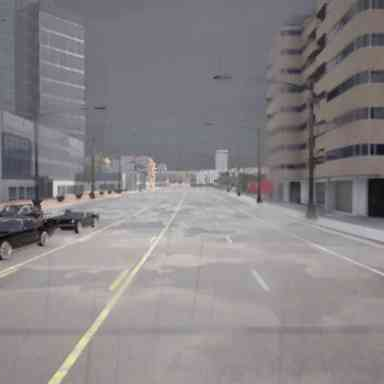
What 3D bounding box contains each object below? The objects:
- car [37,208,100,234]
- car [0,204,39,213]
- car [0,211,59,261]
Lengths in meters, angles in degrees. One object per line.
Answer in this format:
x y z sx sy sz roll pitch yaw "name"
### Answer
-6.997 1.611 19.642 1.895 1.301 4.718 0 0 0 "car"
-10.497 1.504 19.671 2.128 1.511 4.902 0 0 0 "car"
-7.064 1.633 12.606 1.895 1.301 4.718 0 0 0 "car"
